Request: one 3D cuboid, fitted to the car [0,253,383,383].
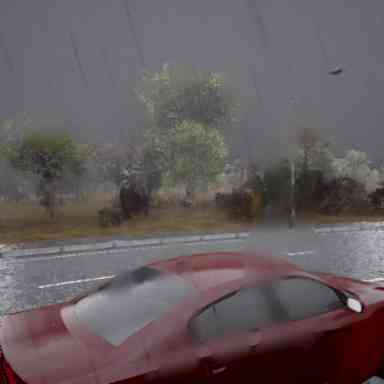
[{"bbox_3d":[0.593,1.467,3.808,5.008,1.535,1.882,0,0,-33],"label":"car"}]
